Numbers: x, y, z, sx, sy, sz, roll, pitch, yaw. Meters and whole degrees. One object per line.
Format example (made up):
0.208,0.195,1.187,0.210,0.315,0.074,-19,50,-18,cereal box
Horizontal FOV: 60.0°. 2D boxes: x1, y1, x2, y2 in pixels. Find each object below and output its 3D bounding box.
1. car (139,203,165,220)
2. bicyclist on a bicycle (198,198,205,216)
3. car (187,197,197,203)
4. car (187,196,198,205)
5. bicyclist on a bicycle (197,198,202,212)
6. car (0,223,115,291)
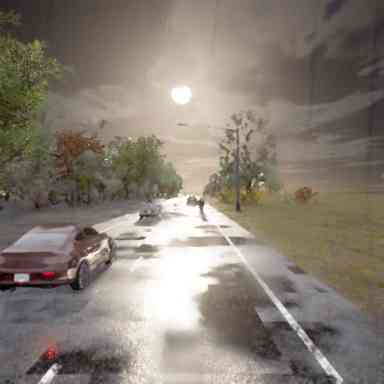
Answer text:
-3.405,1.633,28.993,2.033,1.411,5.357,0,0,0,car
0.960,1.466,32.026,0.659,1.776,1.843,0,0,0,bicyclist on a bicycle
-0.010,1.769,76.499,2.033,1.411,5.357,0,0,0,car
0.041,1.547,64.864,2.097,1.767,4.553,0,0,0,car
0.958,1.574,40.813,0.582,1.620,1.656,0,0,0,bicyclist on a bicycle
-3.403,1.553,8.950,1.812,1.442,4.674,0,0,0,car
